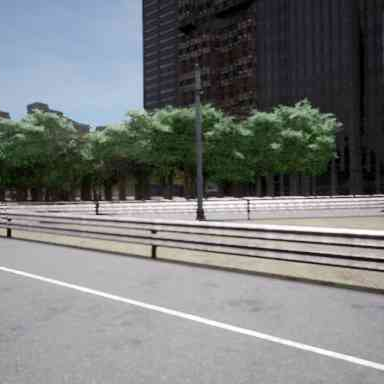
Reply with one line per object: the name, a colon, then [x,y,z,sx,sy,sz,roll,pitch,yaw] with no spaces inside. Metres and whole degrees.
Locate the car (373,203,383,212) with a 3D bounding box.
car: [18.034,0.956,27.914,5.357,1.411,2.033,-1,0,-5]
